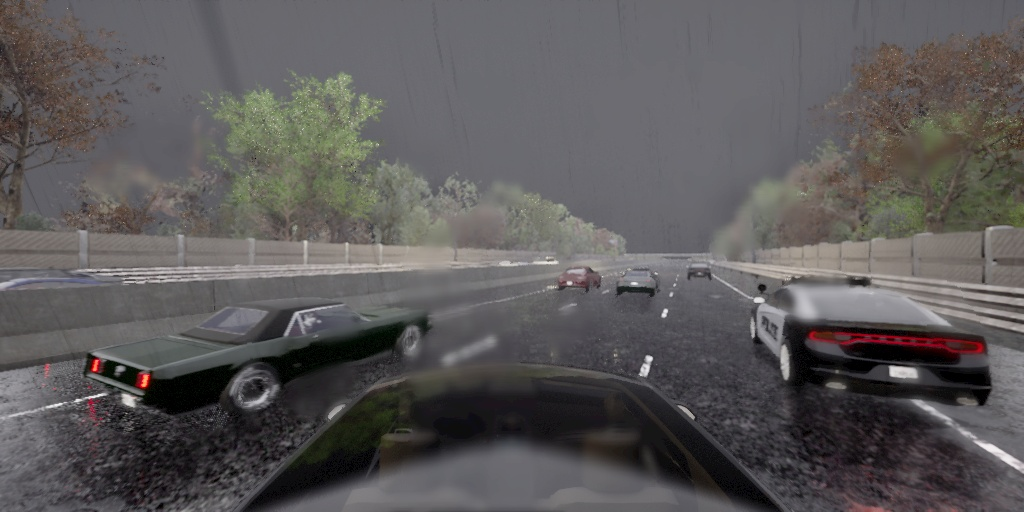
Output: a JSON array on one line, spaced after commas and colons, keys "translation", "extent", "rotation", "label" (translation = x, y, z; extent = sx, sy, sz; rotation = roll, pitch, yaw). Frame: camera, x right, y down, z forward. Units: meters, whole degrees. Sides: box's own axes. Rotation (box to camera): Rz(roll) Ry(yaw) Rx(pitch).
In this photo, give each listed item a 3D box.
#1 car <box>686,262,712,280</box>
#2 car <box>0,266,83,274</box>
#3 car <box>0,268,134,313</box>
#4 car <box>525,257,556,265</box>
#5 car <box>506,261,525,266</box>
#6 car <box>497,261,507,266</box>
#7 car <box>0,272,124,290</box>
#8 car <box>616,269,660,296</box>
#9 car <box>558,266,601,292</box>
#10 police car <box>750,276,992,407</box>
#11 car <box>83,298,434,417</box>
[{"translation": [17.186, 1.351, 32.993], "extent": [1.882, 1.535, 5.008], "rotation": [0, 0, 26], "label": "car"}, {"translation": [-16.735, 1.160, 11.306], "extent": [2.097, 1.767, 4.553], "rotation": [0, 0, 26], "label": "car"}, {"translation": [-19.110, 1.316, 14.443], "extent": [2.128, 1.511, 4.902], "rotation": [0, 0, 26], "label": "car"}, {"translation": [4.081, 1.168, 46.519], "extent": [2.150, 2.045, 5.566], "rotation": [0, 0, 26], "label": "car"}, {"translation": [1.657, 1.513, 49.537], "extent": [2.033, 1.411, 5.357], "rotation": [0, 0, 26], "label": "car"}, {"translation": [-0.768, 1.508, 52.566], "extent": [1.812, 1.442, 4.674], "rotation": [0, 0, 26], "label": "car"}, {"translation": [-13.478, 1.325, 10.005], "extent": [1.812, 1.442, 4.674], "rotation": [0, 0, 26], "label": "car"}, {"translation": [7.122, 1.389, 20.075], "extent": [1.994, 1.385, 4.181], "rotation": [0, 0, 26], "label": "car"}, {"translation": [4.226, 1.362, 22.126], "extent": [1.812, 1.442, 4.674], "rotation": [0, 0, 26], "label": "car"}, {"translation": [5.769, 1.191, 6.594], "extent": [1.930, 1.638, 5.238], "rotation": [0, 0, 26], "label": "police car"}, {"translation": [-3.463, 1.373, 6.141], "extent": [1.895, 1.301, 4.718], "rotation": [0, 0, 26], "label": "car"}]
